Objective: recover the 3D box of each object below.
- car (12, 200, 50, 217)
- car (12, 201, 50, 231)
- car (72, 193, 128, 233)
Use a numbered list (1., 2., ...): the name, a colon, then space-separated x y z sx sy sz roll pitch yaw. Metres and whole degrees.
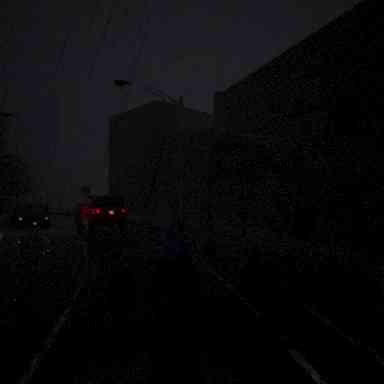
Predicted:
1. car: -16.132 1.618 33.191 1.882 1.535 5.008 1 -1 -44
2. car: -10.241 1.527 21.036 1.812 1.442 4.674 0 0 -32
3. car: -5.599 1.232 20.291 2.150 2.045 5.566 0 -1 -28
